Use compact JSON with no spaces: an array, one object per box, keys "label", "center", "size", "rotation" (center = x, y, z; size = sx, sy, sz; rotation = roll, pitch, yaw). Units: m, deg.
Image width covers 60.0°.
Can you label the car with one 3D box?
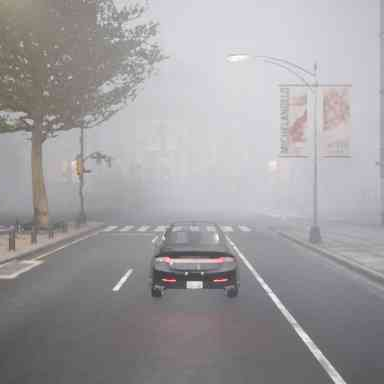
[{"label":"car","center":[0.060,1.491,8.530],"size":[2.128,1.511,4.902],"rotation":[0,0,0]}]
